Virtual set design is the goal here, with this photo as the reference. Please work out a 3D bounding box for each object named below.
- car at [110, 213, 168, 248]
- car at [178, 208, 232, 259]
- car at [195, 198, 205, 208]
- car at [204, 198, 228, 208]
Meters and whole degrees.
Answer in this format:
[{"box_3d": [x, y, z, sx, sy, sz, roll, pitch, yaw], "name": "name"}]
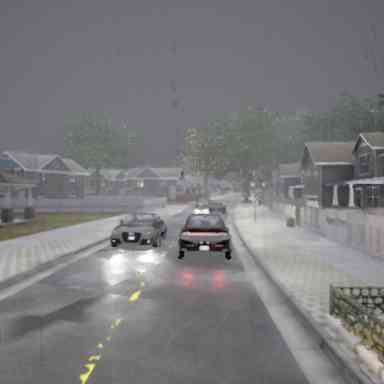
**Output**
[{"box_3d": [-2.296, 1.664, 15.277, 1.994, 1.385, 4.181, 0, 0, 4], "name": "car"}, {"box_3d": [0.522, 1.589, 13.041, 2.128, 1.511, 4.902, 0, 0, 3], "name": "car"}, {"box_3d": [1.620, 1.575, 47.698, 2.128, 1.511, 4.902, 0, 0, 10], "name": "car"}, {"box_3d": [2.964, 1.623, 37.750, 2.128, 1.511, 4.902, 0, 0, 8], "name": "car"}]
